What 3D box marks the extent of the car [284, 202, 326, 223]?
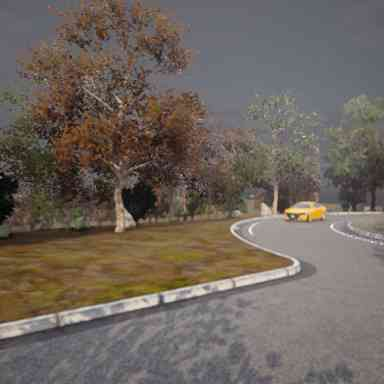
[{"bbox_3d":[9.077,1.553,26.574,1.882,1.535,5.008,0,0,40],"label":"car"}]
